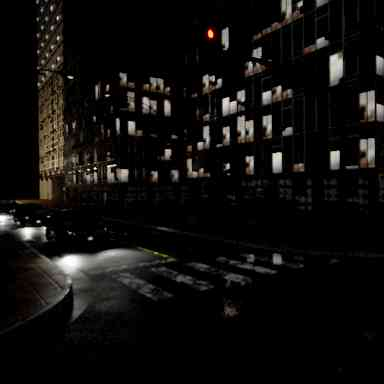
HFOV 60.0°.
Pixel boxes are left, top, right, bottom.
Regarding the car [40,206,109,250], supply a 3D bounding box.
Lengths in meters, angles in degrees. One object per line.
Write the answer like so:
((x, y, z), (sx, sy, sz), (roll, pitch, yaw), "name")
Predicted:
((-5.175, 1.493, 14.627), (1.812, 1.442, 4.674), (-1, 1, -34), "car")

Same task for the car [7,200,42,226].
((-11.286, 1.496, 23.295), (2.033, 1.411, 5.357), (-1, 1, -35), "car")

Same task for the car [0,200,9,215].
((-18.598, 1.528, 33.675), (1.895, 1.301, 4.718), (-1, 1, -35), "car")
